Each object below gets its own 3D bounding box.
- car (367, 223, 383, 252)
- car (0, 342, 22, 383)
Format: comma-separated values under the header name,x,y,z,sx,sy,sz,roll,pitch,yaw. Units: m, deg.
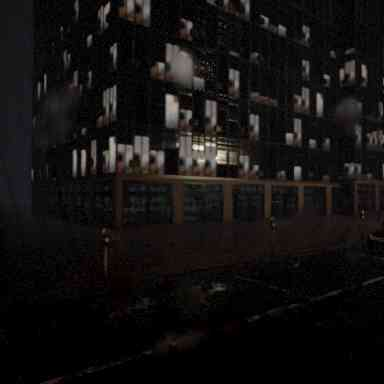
name,x,y,z,sx,sy,sz,roll,pitch,yaw
car,8.245,1.546,12.433,4.206,1.307,1.802,0,1,-35
car,-3.122,1.530,1.155,4.674,1.442,1.812,0,0,-36
